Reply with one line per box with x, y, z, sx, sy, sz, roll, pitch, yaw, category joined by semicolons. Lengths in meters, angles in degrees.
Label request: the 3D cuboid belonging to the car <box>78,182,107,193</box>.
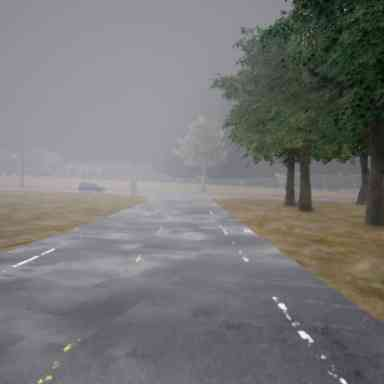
-19.855;-0.909;66.425;5.566;2.045;2.150;2;1;1;car
